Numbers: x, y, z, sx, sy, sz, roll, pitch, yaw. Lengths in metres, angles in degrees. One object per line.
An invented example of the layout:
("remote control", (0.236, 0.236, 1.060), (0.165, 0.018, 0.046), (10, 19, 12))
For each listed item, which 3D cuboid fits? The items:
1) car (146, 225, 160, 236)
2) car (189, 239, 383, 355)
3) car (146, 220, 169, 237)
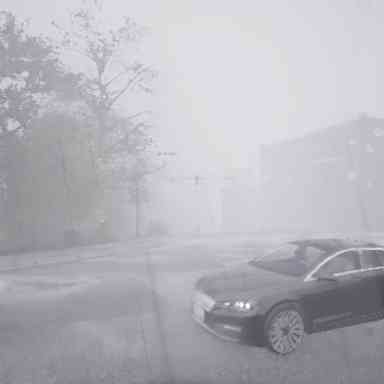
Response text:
("car", (-5.862, 5.843, 50.675), (1.882, 1.535, 5.008), (-1, -6, -5))
("car", (2.362, 1.663, 6.195), (4.902, 1.511, 2.128), (1, -2, -23))
("car", (-4.213, 4.457, 40.813), (2.150, 2.045, 5.566), (-1, -6, -13))
